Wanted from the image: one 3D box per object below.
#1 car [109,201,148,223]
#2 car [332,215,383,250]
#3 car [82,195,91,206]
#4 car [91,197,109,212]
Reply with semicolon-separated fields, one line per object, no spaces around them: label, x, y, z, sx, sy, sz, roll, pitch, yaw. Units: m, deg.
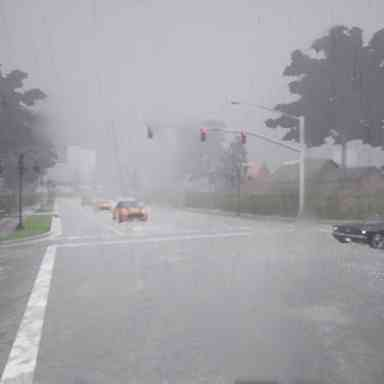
car;-5.083;1.512;27.025;2.097;1.767;4.553;0;0;-22
car;8.556;1.683;14.675;4.718;1.301;1.895;0;0;-22
car;-19.739;1.722;63.086;2.097;1.767;4.553;0;0;-22
car;-11.328;1.729;42.297;1.882;1.535;5.008;0;0;-22
